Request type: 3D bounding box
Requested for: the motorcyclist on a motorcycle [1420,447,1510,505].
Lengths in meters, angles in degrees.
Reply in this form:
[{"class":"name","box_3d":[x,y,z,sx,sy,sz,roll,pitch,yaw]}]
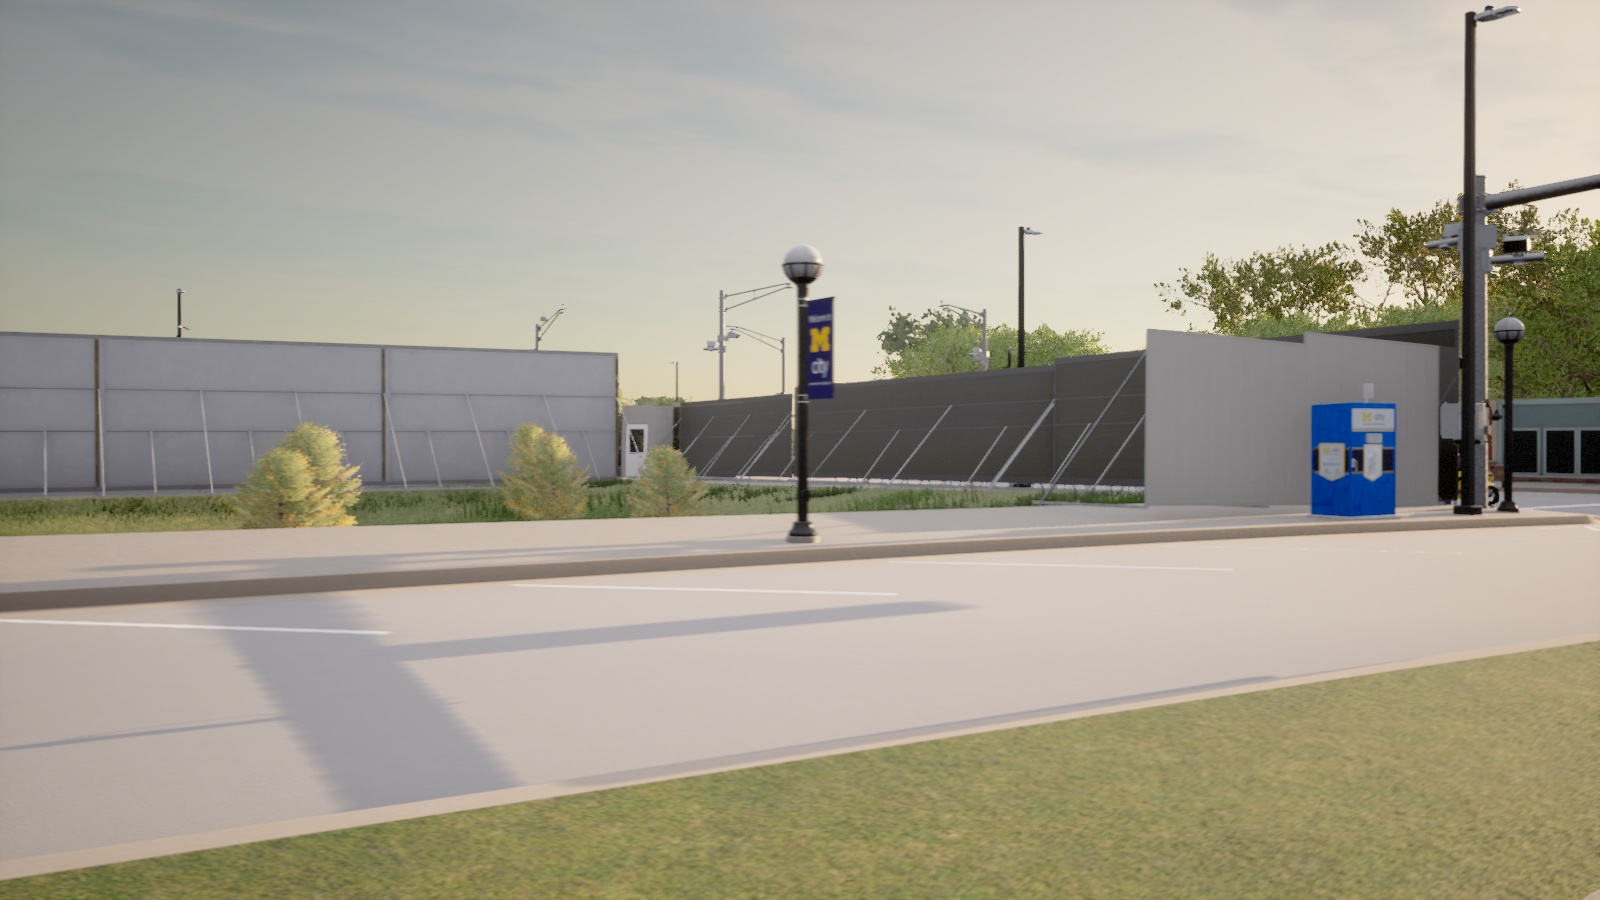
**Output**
[{"class":"motorcyclist on a motorcycle","box_3d":[18.124,0.691,34.281,0.797,1.523,2.044,-1,0,-29]}]
